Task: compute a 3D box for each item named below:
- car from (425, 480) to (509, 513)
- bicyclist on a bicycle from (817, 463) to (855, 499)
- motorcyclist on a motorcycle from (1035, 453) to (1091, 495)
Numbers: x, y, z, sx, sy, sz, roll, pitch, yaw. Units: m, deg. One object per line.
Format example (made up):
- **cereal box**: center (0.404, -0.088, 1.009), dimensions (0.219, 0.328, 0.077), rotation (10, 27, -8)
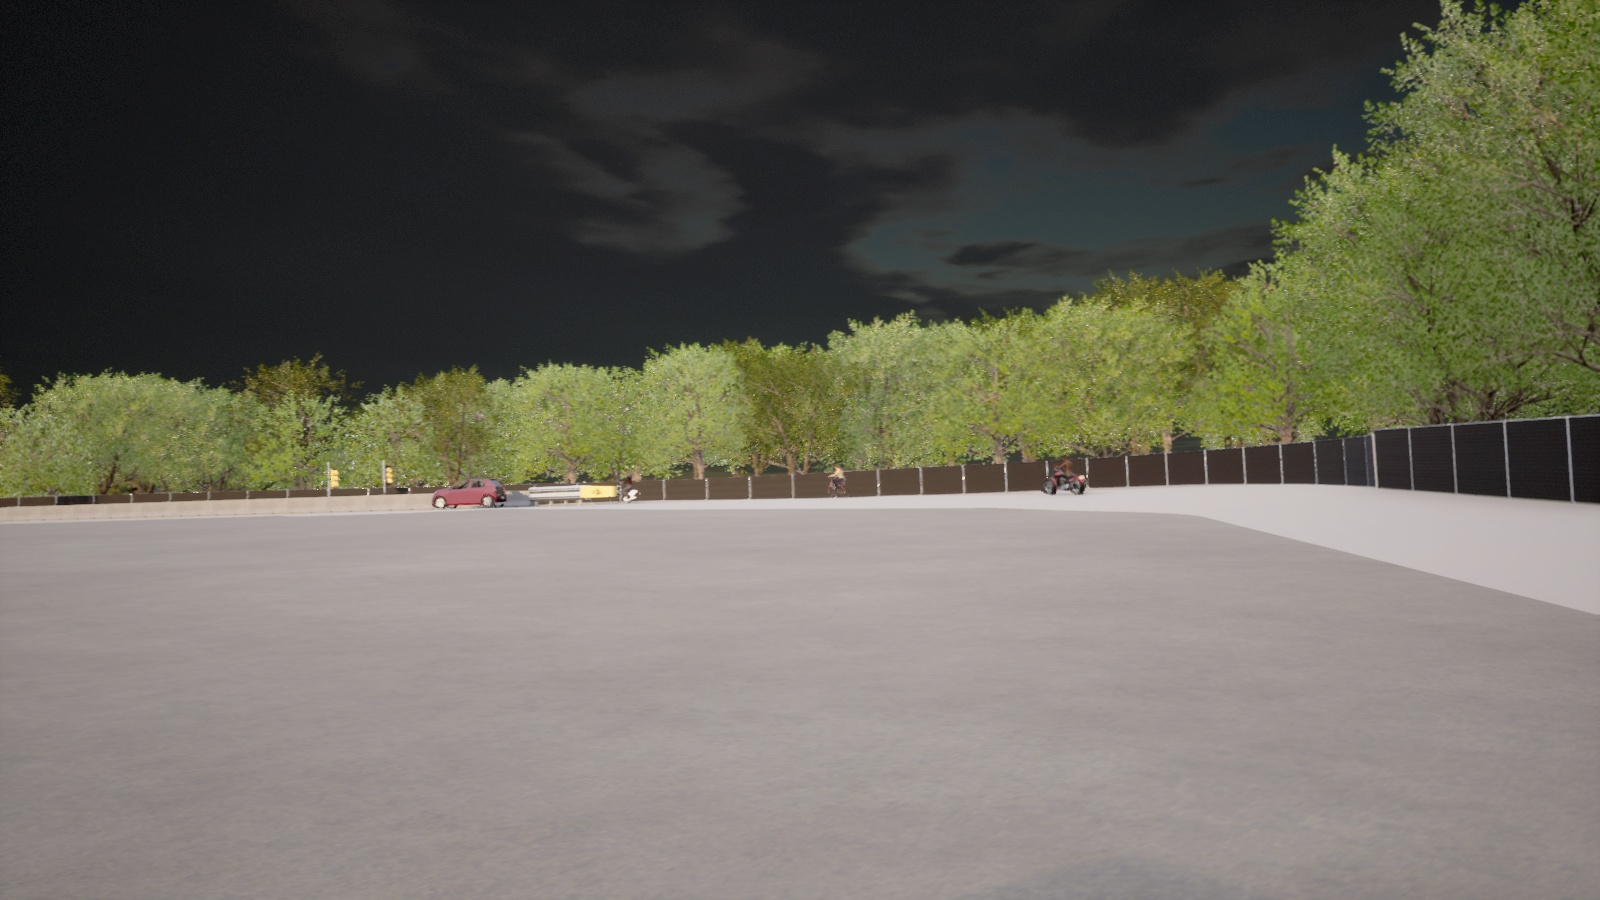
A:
- **car**: center (-16.868, 2.347, 63.735), dimensions (3.633, 1.501, 1.845), rotation (-2, -2, 8)
- **bicyclist on a bicycle**: center (1.723, 1.485, 60.195), dimensions (1.509, 1.612, 0.866), rotation (-3, -2, 38)
- **motorcyclist on a motorcycle**: center (10.535, 0.977, 50.398), dimensions (0.766, 1.649, 2.350), rotation (-2, -1, -30)
